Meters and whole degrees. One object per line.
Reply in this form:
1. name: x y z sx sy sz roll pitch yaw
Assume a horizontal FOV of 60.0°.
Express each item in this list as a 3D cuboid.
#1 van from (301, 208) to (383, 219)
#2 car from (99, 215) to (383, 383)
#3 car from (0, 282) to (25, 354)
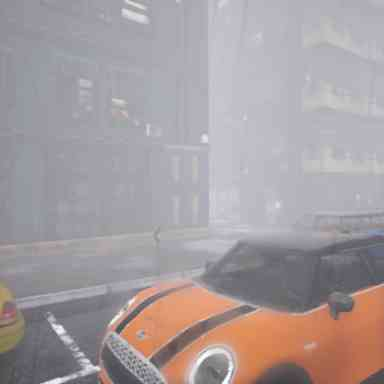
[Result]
1. van: 4.772 1.384 9.988 3.998 1.788 1.690 0 -1 -36
2. car: 1.208 1.367 4.240 4.553 1.767 2.097 0 0 -36
3. car: -4.446 1.517 3.399 4.829 1.417 1.752 0 -1 -36
